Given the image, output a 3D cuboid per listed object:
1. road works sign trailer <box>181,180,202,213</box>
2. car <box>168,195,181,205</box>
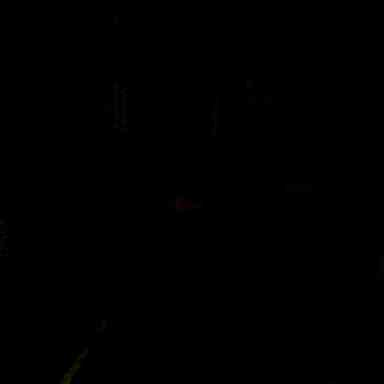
[{"bbox_3d":[-0.023,0.485,37.882,2.380,3.560,2.880,0,0,0],"label":"road works sign trailer"},{"bbox_3d":[-3.080,1.387,58.977,2.097,1.767,4.553,0,0,1],"label":"car"}]
